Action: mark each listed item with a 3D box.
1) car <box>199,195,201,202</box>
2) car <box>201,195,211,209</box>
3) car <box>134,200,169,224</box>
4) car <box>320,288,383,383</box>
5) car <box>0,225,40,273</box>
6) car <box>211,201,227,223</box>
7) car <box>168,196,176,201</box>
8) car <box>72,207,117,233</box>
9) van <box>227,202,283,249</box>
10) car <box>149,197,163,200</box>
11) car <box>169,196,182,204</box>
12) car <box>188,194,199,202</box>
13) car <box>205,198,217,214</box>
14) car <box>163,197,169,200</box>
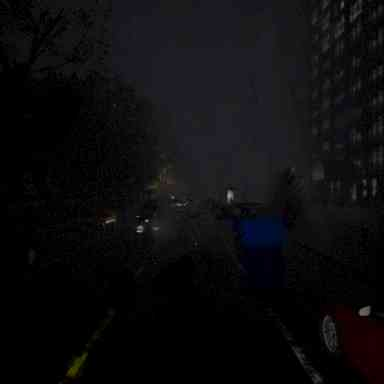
[{"bbox_3d":[2.994,1.669,65.822,1.882,1.535,5.008,0,0,0],"label":"car"},{"bbox_3d":[2.686,1.566,48.215,1.967,1.590,4.097,0,0,0],"label":"car"},{"bbox_3d":[-3.104,1.609,25.581,2.033,1.411,5.357,0,0,0],"label":"car"},{"bbox_3d":[2.689,1.589,3.156,1.802,1.307,4.206,0,0,0],"label":"car"},{"bbox_3d":[-5.692,1.564,8.787,1.887,1.381,4.507,0,0,0],"label":"car"},{"bbox_3d":[2.687,1.644,25.684,1.802,1.307,4.206,0,0,0],"label":"car"},{"bbox_3d":[-5.700,1.857,93.272,2.008,1.369,4.403,0,0,0],"label":"car"},{"bbox_3d":[-5.693,1.572,19.882,1.752,1.417,4.829,0,0,0],"label":"car"},{"bbox_3d":[2.688,1.374,14.422,1.690,1.788,3.998,0,0,0],"label":"van"},{"bbox_3d":[-5.695,1.692,48.213,1.947,1.339,4.313,0,0,0],"label":"car"},{"bbox_3d":[-3.013,1.793,66.808,1.895,1.301,4.718,0,0,0],"label":"car"},{"bbox_3d":[-0.007,1.541,79.683,1.882,1.535,5.008,0,0,0],"label":"car"},{"bbox_3d":[2.687,1.675,36.949,1.802,1.307,4.206,0,0,0],"label":"car"},{"bbox_3d":[-5.696,1.605,59.477,1.967,1.590,4.097,0,0,0],"label":"car"}]
